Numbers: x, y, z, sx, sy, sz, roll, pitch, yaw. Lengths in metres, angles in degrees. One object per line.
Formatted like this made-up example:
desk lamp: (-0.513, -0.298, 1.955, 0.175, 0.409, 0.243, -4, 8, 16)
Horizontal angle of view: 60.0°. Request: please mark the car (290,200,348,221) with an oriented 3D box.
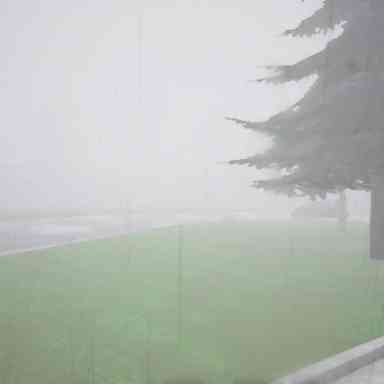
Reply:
car: (10.751, 1.430, 28.256, 4.553, 1.767, 2.097, 0, 0, 23)
